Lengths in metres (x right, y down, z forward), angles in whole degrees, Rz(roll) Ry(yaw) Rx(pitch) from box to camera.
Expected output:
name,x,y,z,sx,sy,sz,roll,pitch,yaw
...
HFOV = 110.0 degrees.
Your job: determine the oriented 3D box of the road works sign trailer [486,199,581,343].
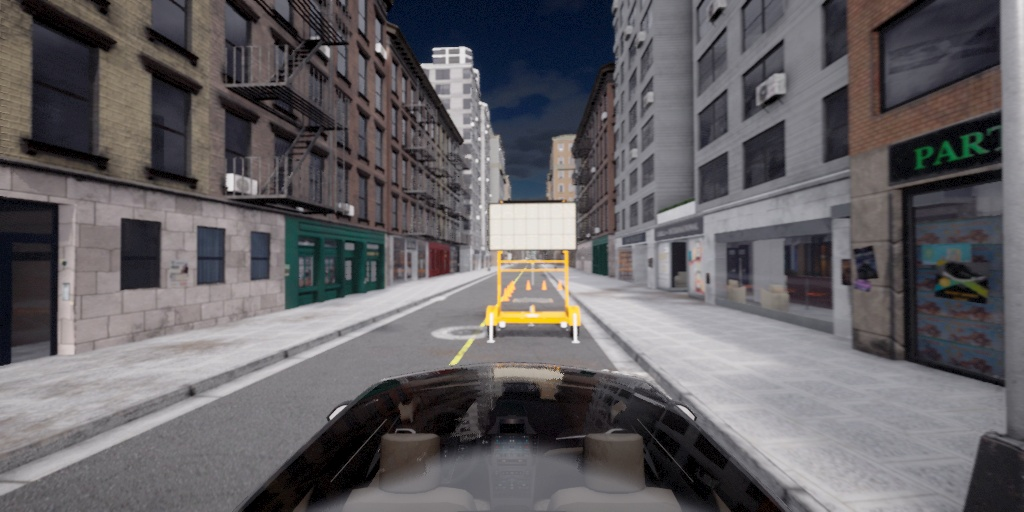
name,x,y,z,sx,sy,sz,roll,pitch,yaw
road works sign trailer,0.580,0.268,9.862,2.380,3.560,2.880,0,0,3
